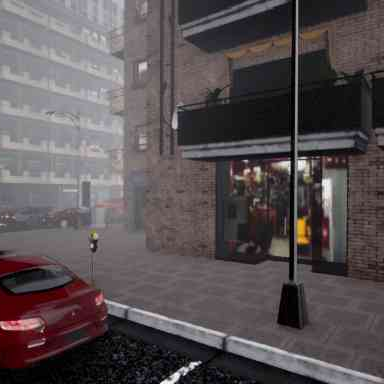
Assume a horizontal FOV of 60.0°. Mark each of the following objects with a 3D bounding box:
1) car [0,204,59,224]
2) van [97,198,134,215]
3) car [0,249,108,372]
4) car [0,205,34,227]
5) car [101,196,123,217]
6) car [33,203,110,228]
[{"bbox_3d":[-13.244,1.727,26.979,1.994,1.385,4.181,1,0,36],"label":"car"},{"bbox_3d":[-8.636,1.606,37.821,1.690,1.788,3.998,0,-1,36],"label":"van"},{"bbox_3d":[-3.085,1.582,5.205,4.206,1.307,1.802,0,0,36],"label":"car"},{"bbox_3d":[-10.968,1.730,24.419,2.033,1.411,5.357,1,0,33],"label":"car"},{"bbox_3d":[-7.761,1.485,34.612,2.150,2.045,5.566,1,0,36],"label":"car"},{"bbox_3d":[-8.461,1.756,23.702,1.887,1.381,4.507,0,-1,36],"label":"car"}]
